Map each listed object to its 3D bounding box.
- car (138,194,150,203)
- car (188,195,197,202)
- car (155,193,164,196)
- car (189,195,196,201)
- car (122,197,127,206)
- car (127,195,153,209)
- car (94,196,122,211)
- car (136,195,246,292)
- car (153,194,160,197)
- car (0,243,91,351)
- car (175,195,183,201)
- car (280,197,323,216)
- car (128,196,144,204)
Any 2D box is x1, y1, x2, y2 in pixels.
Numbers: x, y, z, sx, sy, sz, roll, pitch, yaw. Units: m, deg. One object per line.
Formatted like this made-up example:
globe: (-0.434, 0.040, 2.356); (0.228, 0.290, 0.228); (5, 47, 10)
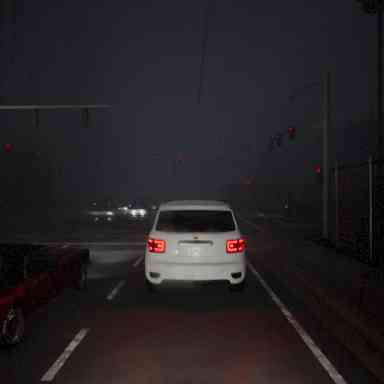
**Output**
car: (-10.386, 1.341, 72.326); (2.097, 1.767, 4.553); (0, 0, 0)
car: (0.125, 1.509, 75.725); (2.128, 1.511, 4.902); (0, 0, 0)
car: (-6.892, 1.210, 68.785); (2.150, 2.045, 5.566); (0, 0, 0)
car: (0.136, 1.508, 86.128); (1.812, 1.442, 4.674); (0, 0, 0)
car: (-10.509, 1.482, 52.220); (2.128, 1.511, 4.902); (0, 0, 0)
car: (-7.022, 1.483, 45.336); (2.128, 1.511, 4.902); (0, 0, 0)
car: (-10.533, 1.345, 40.912); (2.097, 1.767, 4.553); (0, 0, 0)
car: (0.087, 1.220, 9.072); (2.150, 2.045, 5.566); (0, 0, 0)
car: (-6.994, 1.515, 56.143); (1.812, 1.442, 4.674); (0, 0, 0)
car: (-3.433, 1.600, 6.147); (1.895, 1.301, 4.718); (0, 0, 1)
car: (-3.364, 1.524, 86.011); (2.033, 1.411, 5.357); (0, 0, 0)
car: (11.002, 1.401, 32.657); (4.553, 1.767, 2.097); (0, 0, 0)
car: (-10.459, 1.479, 62.065); (2.128, 1.511, 4.902); (0, 0, 0)
